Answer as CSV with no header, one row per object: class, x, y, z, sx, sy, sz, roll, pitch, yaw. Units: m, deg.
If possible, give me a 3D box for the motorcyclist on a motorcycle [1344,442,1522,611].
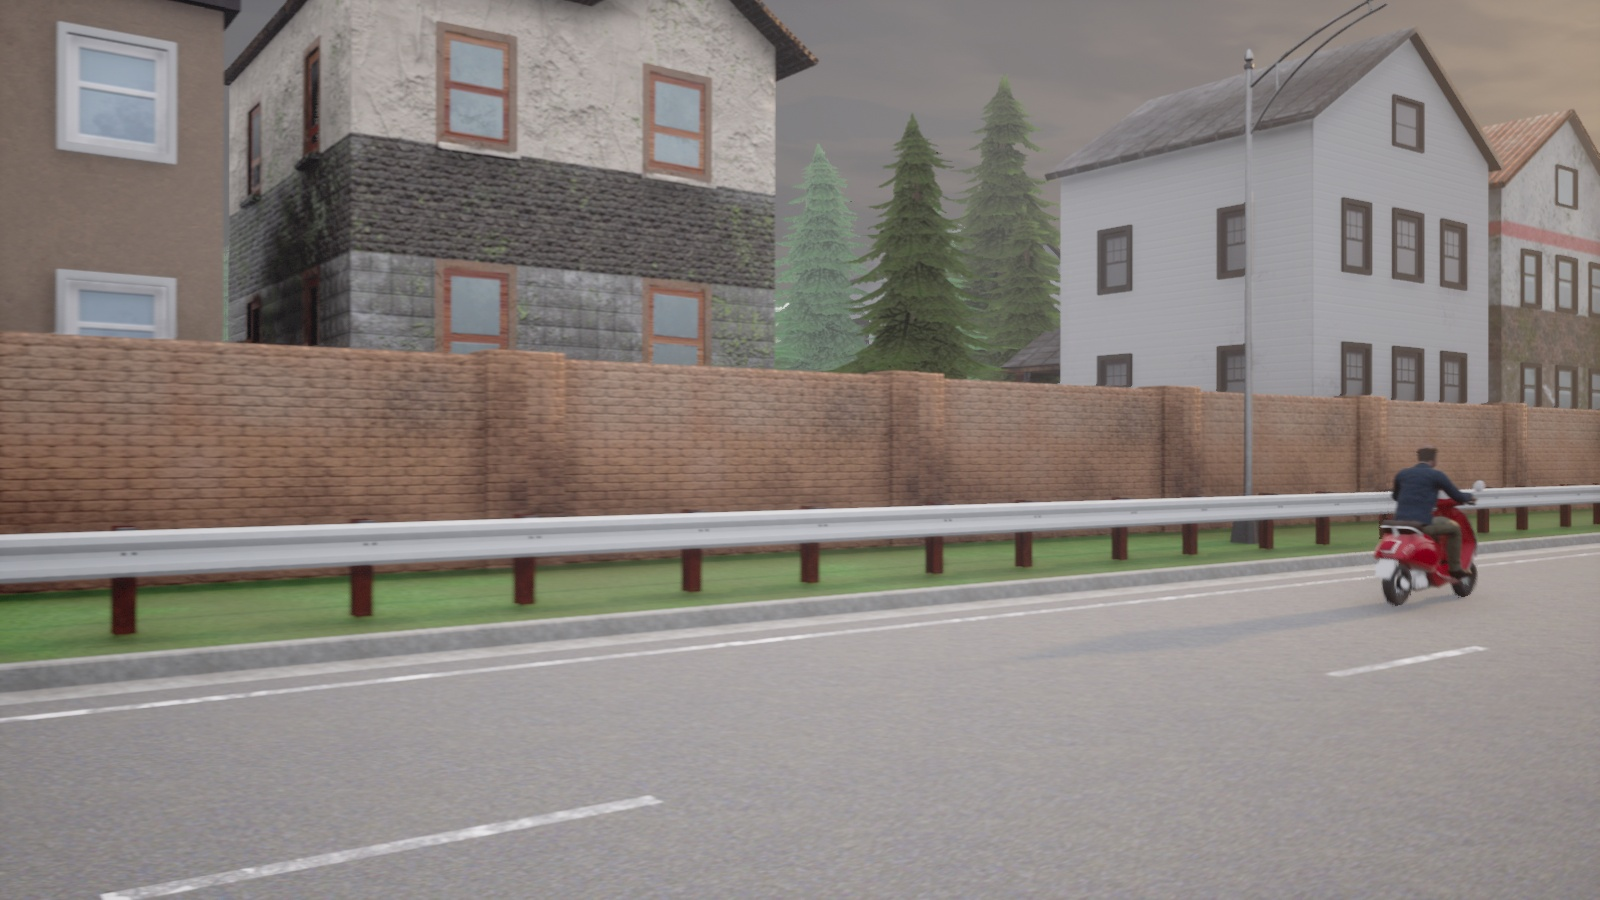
motorcyclist on a motorcycle,6.404,0.718,12.679,1.817,1.590,0.866,0,0,-36
